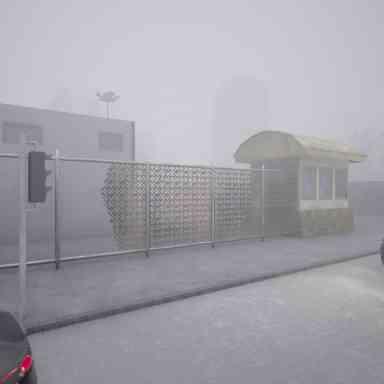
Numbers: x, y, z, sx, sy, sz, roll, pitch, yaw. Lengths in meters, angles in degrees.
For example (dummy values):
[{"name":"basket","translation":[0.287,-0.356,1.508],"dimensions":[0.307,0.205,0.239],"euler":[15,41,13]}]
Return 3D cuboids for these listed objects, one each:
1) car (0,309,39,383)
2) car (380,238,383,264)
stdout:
[{"name":"car","translation":[-3.320,1.564,2.191],"dimensions":[4.181,1.385,1.994],"euler":[0,0,-36]},{"name":"car","translation":[7.746,1.478,10.327],"dimensions":[5.008,1.535,1.882],"euler":[0,0,-36]}]
